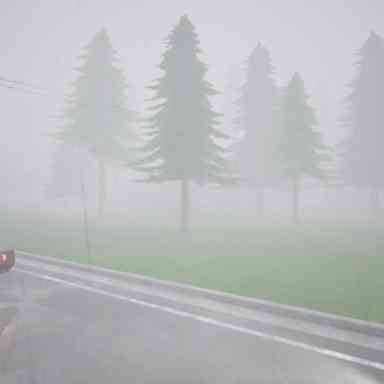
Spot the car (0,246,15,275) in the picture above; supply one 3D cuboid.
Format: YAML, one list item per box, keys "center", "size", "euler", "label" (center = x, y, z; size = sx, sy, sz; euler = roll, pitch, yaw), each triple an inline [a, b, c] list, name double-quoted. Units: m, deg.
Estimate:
- center: [-6.720, 1.601, 8.694]
  size: [4.718, 1.301, 1.895]
  euler: [0, 0, 35]
  label: "car"
